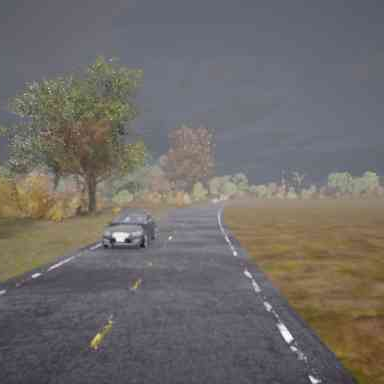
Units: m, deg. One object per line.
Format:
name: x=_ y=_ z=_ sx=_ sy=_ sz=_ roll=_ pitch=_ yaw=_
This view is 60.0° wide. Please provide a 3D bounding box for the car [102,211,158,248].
car: x=-2.793 y=1.677 z=15.785 sx=2.128 sy=1.511 sz=4.902 roll=0 pitch=-1 yaw=2
